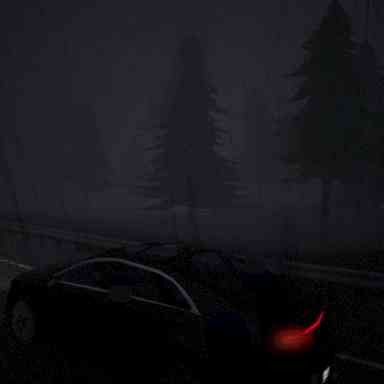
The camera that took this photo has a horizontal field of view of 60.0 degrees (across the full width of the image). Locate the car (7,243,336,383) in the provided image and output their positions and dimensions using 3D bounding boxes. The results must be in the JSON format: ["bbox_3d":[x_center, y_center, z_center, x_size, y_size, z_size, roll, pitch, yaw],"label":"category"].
[{"bbox_3d":[-0.682,1.475,4.578,4.902,1.511,2.128,0,0,36],"label":"car"}]
